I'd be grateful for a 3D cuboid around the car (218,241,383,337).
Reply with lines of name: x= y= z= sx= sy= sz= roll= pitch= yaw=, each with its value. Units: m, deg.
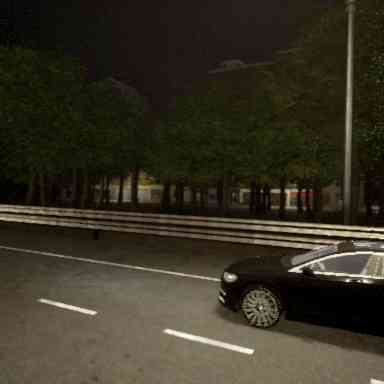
car: x=2.888 y=1.616 z=5.749 sx=4.902 sy=1.511 sz=2.128 roll=1 pitch=0 yaw=27
